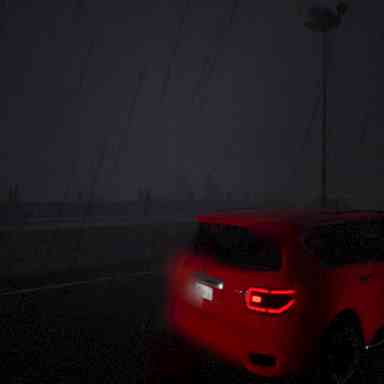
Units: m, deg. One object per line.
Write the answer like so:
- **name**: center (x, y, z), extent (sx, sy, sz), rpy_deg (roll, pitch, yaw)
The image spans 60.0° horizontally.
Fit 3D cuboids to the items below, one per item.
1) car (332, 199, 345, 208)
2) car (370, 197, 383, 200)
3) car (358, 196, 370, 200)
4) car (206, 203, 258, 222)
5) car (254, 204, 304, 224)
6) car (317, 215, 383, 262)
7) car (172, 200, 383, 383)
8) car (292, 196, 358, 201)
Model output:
- **car**: center (27.591, 2.070, 62.714), extent (2.128, 1.511, 4.902), rpy_deg (0, 0, 21)
- **car**: center (34.220, 1.900, 60.466), extent (2.097, 1.767, 4.553), rpy_deg (0, 0, 21)
- **car**: center (30.897, 1.788, 61.552), extent (2.150, 2.045, 5.566), rpy_deg (0, 0, 21)
- **car**: center (3.499, 1.702, 28.652), extent (4.674, 1.442, 1.812), rpy_deg (1, 0, -42)
- **car**: center (7.150, 1.760, 27.254), extent (4.181, 1.385, 1.994), rpy_deg (1, 0, -43)
- **car**: center (7.191, 1.724, 13.332), extent (4.718, 1.301, 1.895), rpy_deg (1, 0, -37)
- **car**: center (2.332, 1.268, 5.443), extent (5.566, 2.045, 2.150), rpy_deg (0, 0, -35)
- **car**: center (10.149, 1.428, 25.189), extent (5.566, 2.045, 2.150), rpy_deg (0, 0, -43)
